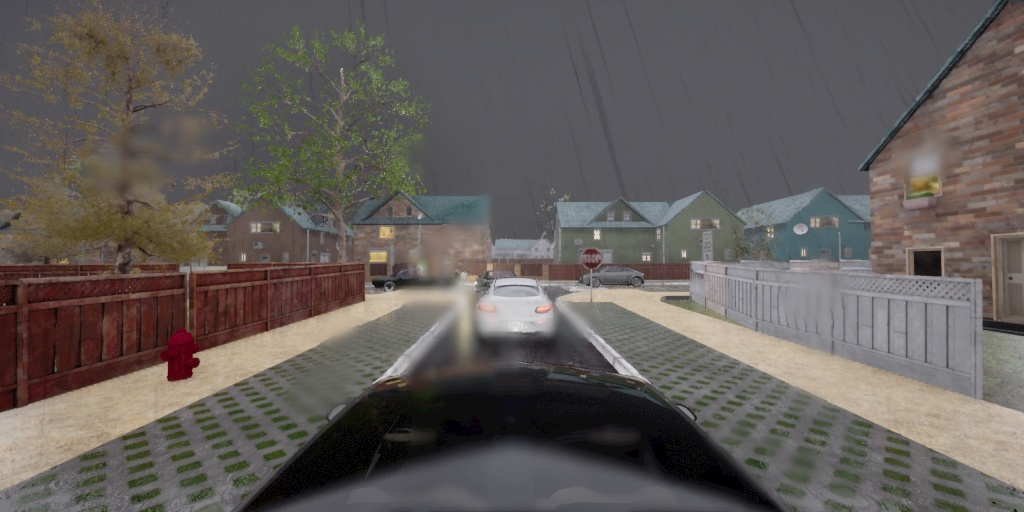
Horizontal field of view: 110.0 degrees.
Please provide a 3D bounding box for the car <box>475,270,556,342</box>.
[{"bbox_3d":[0.097,1.279,9.713,1.812,1.442,4.674,0,0,0],"label":"car"}]

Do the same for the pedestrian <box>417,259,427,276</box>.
[{"bbox_3d":[-6.718,1.119,26.797,0.375,1.860,0.375,0,-1,1],"label":"pedestrian"}]

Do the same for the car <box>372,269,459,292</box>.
[{"bbox_3d":[-5.496,1.416,20.913,4.718,1.301,1.895,-1,-1,1],"label":"car"}]

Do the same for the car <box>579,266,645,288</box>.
[{"bbox_3d":[6.523,1.344,23.712,4.181,1.385,1.994,0,-1,1],"label":"car"}]
